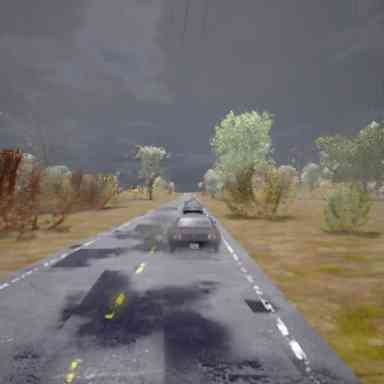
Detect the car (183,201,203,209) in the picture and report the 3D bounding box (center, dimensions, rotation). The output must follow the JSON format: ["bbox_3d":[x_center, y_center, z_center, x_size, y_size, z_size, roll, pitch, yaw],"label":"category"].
[{"bbox_3d":[0.093,1.549,33.932,1.994,1.385,4.181,0,0,0],"label":"car"}]

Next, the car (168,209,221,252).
[{"bbox_3d":[0.097,1.599,13.838,1.895,1.301,4.718,0,0,0],"label":"car"}]
